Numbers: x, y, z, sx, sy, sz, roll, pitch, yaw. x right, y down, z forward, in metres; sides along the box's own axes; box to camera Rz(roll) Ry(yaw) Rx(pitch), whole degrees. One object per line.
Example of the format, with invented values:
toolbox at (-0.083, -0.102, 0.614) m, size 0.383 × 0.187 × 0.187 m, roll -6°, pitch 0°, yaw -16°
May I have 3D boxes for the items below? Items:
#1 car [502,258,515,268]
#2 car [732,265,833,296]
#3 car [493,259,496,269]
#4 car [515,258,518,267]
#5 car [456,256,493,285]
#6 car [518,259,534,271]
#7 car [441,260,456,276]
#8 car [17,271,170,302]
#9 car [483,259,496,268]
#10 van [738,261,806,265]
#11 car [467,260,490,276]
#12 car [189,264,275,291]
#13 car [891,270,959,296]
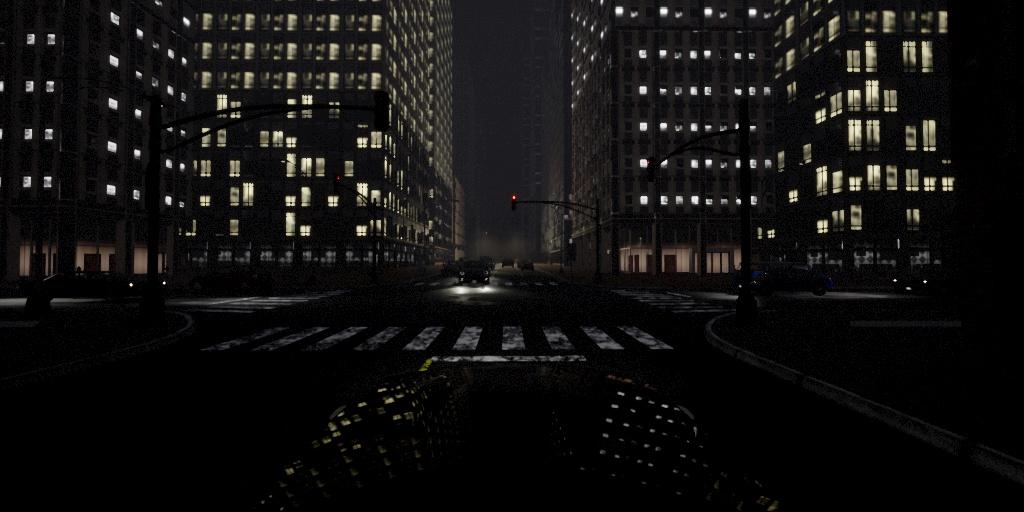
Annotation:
car at (-0.731, 1.127, 63.998) m, size 2.097 × 1.767 × 4.553 m, roll 0°, pitch 0°, yaw -1°
car at (14.522, 1.342, 19.239) m, size 4.674 × 1.442 × 1.812 m, roll 0°, pitch -1°, yaw -2°
car at (-3.744, 0.990, 50.542) m, size 2.150 × 2.045 × 5.566 m, roll 0°, pitch 0°, yaw -1°
car at (1.914, 1.297, 59.701) m, size 1.751 × 1.417 × 4.829 m, roll 0°, pitch 0°, yaw -1°
car at (-2.819, 1.110, 25.903) m, size 2.097 × 1.767 × 4.553 m, roll 0°, pitch 0°, yaw -9°
car at (2.066, 1.349, 48.376) m, size 1.802 × 1.307 × 4.207 m, roll 0°, pitch 0°, yaw -1°
car at (-6.163, 1.203, 37.052) m, size 1.967 × 1.591 × 4.097 m, roll 0°, pitch 0°, yaw -1°
car at (-18.066, 1.301, 15.680) m, size 4.718 × 1.301 × 1.895 m, roll 0°, pitch -1°, yaw -1°
car at (-3.867, 1.279, 62.352) m, size 1.837 × 1.490 × 4.892 m, roll 0°, pitch 0°, yaw 0°
van at (15.715, 1.210, 21.835) m, size 3.998 × 1.789 × 1.690 m, roll 0°, pitch 0°, yaw -1°
car at (-3.600, 1.257, 39.224) m, size 2.128 × 1.511 × 4.902 m, roll 0°, pitch 0°, yaw -1°
car at (-16.757, 1.255, 21.472) m, size 4.097 × 1.591 × 1.967 m, roll 0°, pitch 0°, yaw -1°
car at (23.566, 1.434, 19.343) m, size 4.718 × 1.301 × 1.895 m, roll 0°, pitch -1°, yaw -1°
